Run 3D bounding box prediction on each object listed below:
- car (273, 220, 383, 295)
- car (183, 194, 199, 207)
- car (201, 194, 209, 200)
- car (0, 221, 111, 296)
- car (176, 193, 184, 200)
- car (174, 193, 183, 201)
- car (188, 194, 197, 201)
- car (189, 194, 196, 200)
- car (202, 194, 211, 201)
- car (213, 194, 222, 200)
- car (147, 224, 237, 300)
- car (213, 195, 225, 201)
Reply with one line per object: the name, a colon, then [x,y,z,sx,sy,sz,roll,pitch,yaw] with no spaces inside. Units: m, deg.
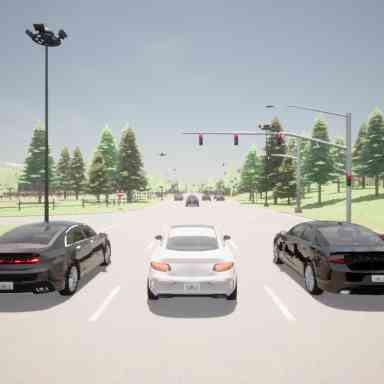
car: [3.522,1.478,8.743,1.882,1.535,5.008,0,0,0]
car: [0.063,1.352,52.125,2.097,1.767,4.553,0,0,0]
car: [3.612,1.372,93.183,2.033,1.411,5.357,0,0,0]
car: [-3.479,1.505,8.646,1.837,1.490,4.892,0,0,0]
car: [-3.388,1.188,93.162,2.097,1.767,4.553,0,0,0]
car: [-3.400,1.544,83.155,1.994,1.385,4.181,0,0,0]
car: [0.100,1.348,83.154,2.097,1.767,4.553,0,0,0]
car: [0.112,1.332,93.188,1.837,1.490,4.892,0,0,0]
car: [3.600,1.348,83.150,2.097,1.767,4.553,0,0,0]
car: [7.112,1.385,93.179,1.994,1.385,4.181,0,0,0]
car: [0.016,1.526,8.252,1.812,1.442,4.674,0,0,0]
car: [7.100,1.517,82.759,2.128,1.511,4.902,0,0,0]
